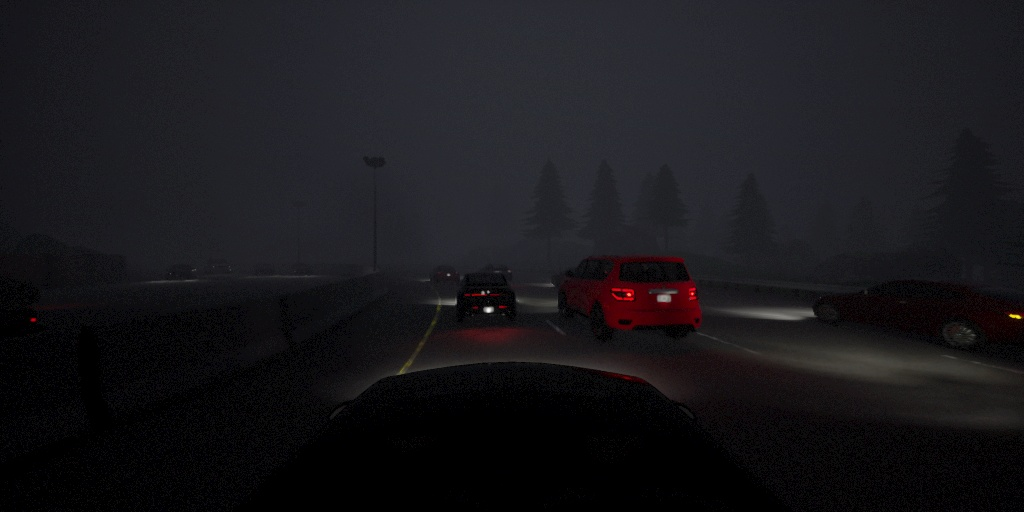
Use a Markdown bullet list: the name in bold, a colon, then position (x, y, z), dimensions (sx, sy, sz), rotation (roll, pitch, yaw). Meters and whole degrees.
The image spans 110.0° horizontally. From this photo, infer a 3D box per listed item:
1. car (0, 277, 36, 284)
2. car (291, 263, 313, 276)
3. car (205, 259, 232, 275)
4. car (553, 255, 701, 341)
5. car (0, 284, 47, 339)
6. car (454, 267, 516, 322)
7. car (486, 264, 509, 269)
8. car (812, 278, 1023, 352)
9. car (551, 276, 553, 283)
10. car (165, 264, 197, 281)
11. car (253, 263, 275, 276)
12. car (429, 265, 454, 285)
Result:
- **car**: position (-18.693, 1.381, 11.628), dimensions (2.128, 1.511, 4.902), rotation (0, 0, -11)
- **car**: position (-25.215, 1.564, 42.923), dimensions (1.837, 1.490, 4.892), rotation (0, 0, -37)
- **car**: position (-38.974, 1.376, 47.489), dimensions (5.566, 2.045, 2.150), rotation (-1, 0, 42)
- **car**: position (2.904, 0.994, 10.169), dimensions (2.150, 2.045, 5.566), rotation (0, 0, -6)
- **car**: position (-10.817, 1.368, 5.207), dimensions (2.033, 1.411, 5.357), rotation (0, 0, -3)
- **car**: position (-1.016, 1.307, 12.663), dimensions (1.837, 1.490, 4.892), rotation (0, 0, -8)
- **car**: position (-1.451, 1.367, 28.554), dimensions (2.128, 1.511, 4.902), rotation (0, 0, -19)
- **car**: position (9.990, 1.255, 8.737), dimensions (1.812, 1.442, 4.674), rotation (0, 0, -5)
- **car**: position (4.179, 1.367, 22.452), dimensions (2.033, 1.411, 5.357), rotation (0, 0, -15)
- **car**: position (-32.360, 1.569, 35.144), dimensions (1.837, 1.490, 4.892), rotation (0, -1, -35)
- **car**: position (-29.969, 1.564, 43.271), dimensions (1.882, 1.535, 5.008), rotation (0, -1, -41)
- **car**: position (-5.660, 1.467, 29.894), dimensions (1.994, 1.385, 4.181), rotation (0, 0, -21)
